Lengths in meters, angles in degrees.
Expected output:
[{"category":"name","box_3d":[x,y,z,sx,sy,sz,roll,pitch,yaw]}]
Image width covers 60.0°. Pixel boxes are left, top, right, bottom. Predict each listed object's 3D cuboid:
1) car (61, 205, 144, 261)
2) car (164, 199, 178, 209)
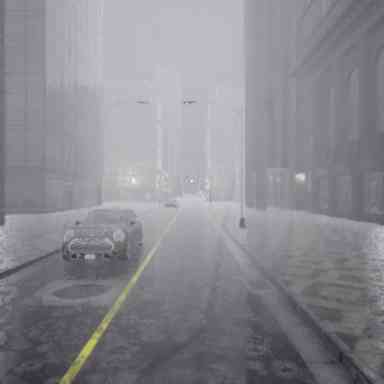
[{"category":"car","box_3d":[-3.098,1.386,12.371,2.097,1.767,4.553,0,0,0]},{"category":"car","box_3d":[-3.062,1.725,49.872,2.033,1.411,5.357,0,0,1]}]
